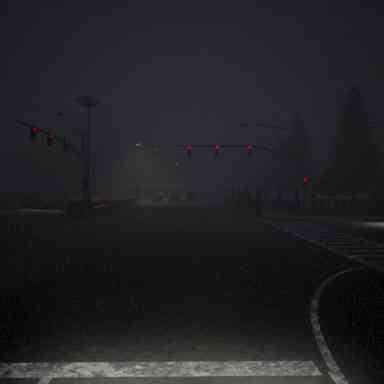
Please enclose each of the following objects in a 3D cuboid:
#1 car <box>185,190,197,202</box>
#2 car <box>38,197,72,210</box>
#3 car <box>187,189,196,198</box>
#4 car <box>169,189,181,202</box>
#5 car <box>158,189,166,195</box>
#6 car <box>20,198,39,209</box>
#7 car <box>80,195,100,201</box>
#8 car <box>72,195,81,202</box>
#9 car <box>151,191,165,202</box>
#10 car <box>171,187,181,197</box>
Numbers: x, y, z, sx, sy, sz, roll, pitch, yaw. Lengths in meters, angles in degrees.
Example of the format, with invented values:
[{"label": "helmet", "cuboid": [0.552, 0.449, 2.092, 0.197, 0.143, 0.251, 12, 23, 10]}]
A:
[{"label": "car", "cuboid": [-0.108, 0.788, 67.006, 2.150, 2.045, 5.566, 0, 3, 0]}, {"label": "car", "cuboid": [-17.604, 1.525, 43.023, 1.812, 1.442, 4.674, 0, 0, 0]}, {"label": "car", "cuboid": [-0.166, 0.296, 77.430, 2.033, 1.411, 5.357, 0, 7, 0]}, {"label": "car", "cuboid": [-3.504, 0.959, 66.269, 2.097, 1.767, 4.553, 0, 3, 0]}, {"label": "car", "cuboid": [-7.172, 0.116, 78.536, 1.882, 1.535, 5.008, 0, 7, 0]}, {"label": "car", "cuboid": [-21.105, 1.547, 45.016, 2.033, 1.411, 5.357, 0, 0, 0]}, {"label": "car", "cuboid": [-17.628, 1.436, 58.734, 1.812, 1.442, 4.674, 0, 1, 0]}, {"label": "car", "cuboid": [-21.118, 1.296, 61.577, 1.882, 1.535, 5.008, 0, 2, 0]}, {"label": "car", "cuboid": [-7.006, 1.149, 66.688, 1.994, 1.385, 4.181, 0, 3, 0]}, {"label": "car", "cuboid": [-3.671, 0.013, 78.338, 2.097, 1.767, 4.553, 0, 7, 0]}]
